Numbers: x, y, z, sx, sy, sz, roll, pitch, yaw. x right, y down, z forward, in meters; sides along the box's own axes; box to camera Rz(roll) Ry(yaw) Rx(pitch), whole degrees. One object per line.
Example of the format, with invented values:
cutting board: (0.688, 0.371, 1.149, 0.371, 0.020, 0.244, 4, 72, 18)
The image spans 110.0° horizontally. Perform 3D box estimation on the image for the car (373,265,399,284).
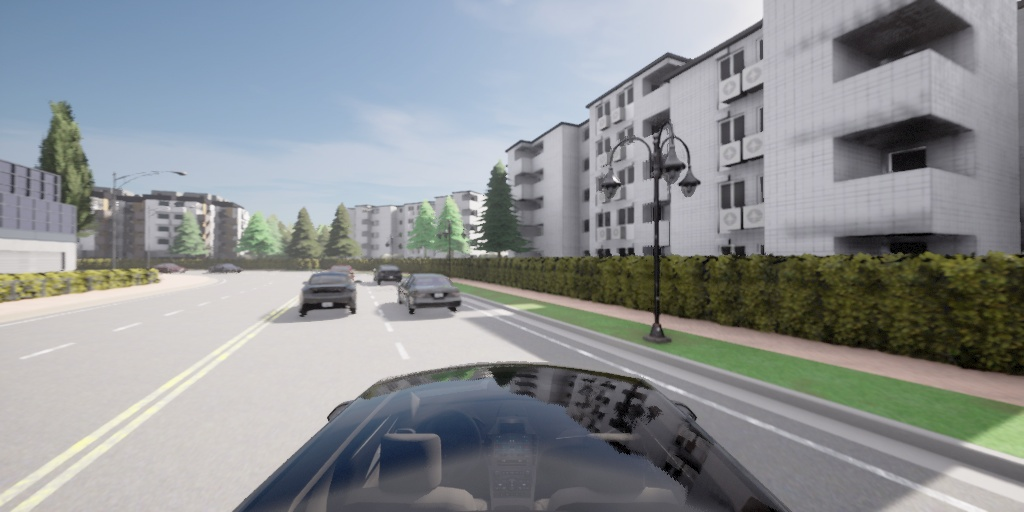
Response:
car: (-10.412, 1.486, 29.920, 1.882, 1.535, 5.008, 0, 0, -26)

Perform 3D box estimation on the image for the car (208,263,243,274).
car: (-39.183, 1.727, 49.022, 5.357, 1.411, 2.033, 0, -1, 24)

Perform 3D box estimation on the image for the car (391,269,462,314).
car: (-3.525, 1.417, 14.681, 2.033, 1.411, 5.357, 0, -1, -24)

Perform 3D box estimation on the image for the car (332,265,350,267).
car: (-13.609, 1.472, 28.502, 1.882, 1.535, 5.008, 0, 0, -26)

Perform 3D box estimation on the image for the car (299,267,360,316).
car: (-7.115, 1.371, 14.163, 1.837, 1.490, 4.892, 0, 0, -24)
